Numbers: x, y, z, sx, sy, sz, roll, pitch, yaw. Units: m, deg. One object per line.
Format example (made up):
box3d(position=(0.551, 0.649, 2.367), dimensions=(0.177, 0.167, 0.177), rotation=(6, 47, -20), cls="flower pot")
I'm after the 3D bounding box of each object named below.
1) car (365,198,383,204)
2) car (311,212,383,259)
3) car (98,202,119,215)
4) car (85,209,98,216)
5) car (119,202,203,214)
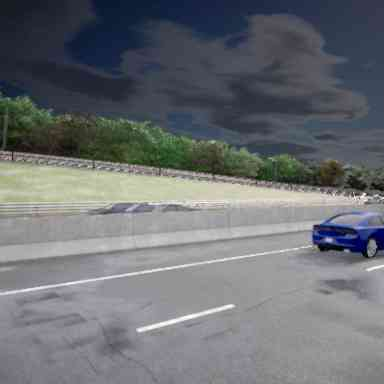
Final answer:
box3d(position=(28.204, 1.627, 50.898), dimensions=(4.181, 1.385, 1.994), rotation=(0, 0, -36), cls="car")
box3d(position=(6.698, 1.500, 12.850), dimensions=(5.008, 1.535, 1.882), rotation=(0, 0, -36), cls="car")
box3d(position=(-3.693, 1.543, 22.873), dimensions=(4.674, 1.442, 1.812), rotation=(0, 0, -36), cls="car")
box3d(position=(-5.812, 1.543, 25.660), dimensions=(4.674, 1.442, 1.812), rotation=(0, 0, -36), cls="car")
box3d(position=(-1.557, 1.495, 20.099), dimensions=(5.008, 1.535, 1.882), rotation=(0, 0, -36), cls="car")
